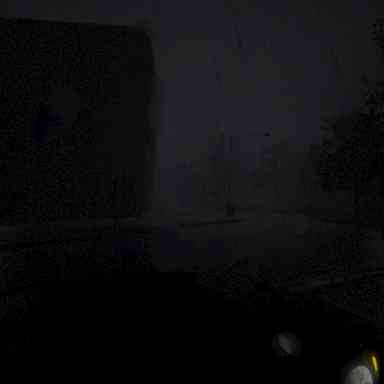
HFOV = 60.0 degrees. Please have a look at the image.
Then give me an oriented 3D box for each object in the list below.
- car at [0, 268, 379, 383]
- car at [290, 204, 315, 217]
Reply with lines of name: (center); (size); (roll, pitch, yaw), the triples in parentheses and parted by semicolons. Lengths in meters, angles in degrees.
car: (-0.349, 1.465, 2.919); (5.008, 1.535, 1.882); (0, 0, -33)
car: (14.515, 2.405, 43.518); (1.837, 1.490, 4.892); (-1, -3, 41)
